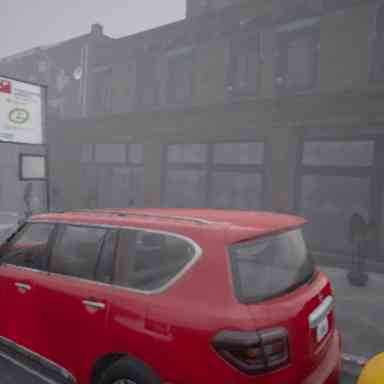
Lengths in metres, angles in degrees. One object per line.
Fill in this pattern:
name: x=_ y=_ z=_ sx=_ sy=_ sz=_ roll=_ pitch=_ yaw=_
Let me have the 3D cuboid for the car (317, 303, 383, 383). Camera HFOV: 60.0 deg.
car: x=3.318 y=1.495 z=1.165 sx=5.008 sy=1.535 sz=2.097 roll=1 pitch=0 yaw=36
